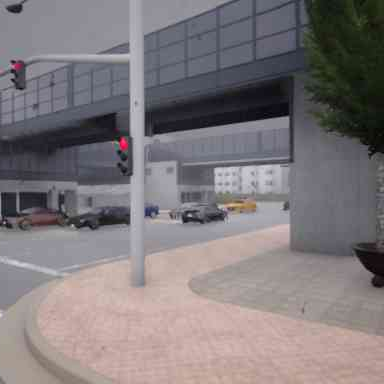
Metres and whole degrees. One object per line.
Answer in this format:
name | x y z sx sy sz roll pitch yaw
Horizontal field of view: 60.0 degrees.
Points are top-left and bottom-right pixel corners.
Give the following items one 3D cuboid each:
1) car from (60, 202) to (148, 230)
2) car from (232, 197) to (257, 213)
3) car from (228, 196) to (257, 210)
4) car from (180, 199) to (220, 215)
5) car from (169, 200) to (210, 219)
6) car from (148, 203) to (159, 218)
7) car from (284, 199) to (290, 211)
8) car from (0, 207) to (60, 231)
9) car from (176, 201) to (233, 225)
car | -5.732 1.665 22.459 2.033 1.411 5.357 0 0 36
car | 5.704 1.593 38.228 1.882 1.535 5.008 0 0 36
car | 6.988 1.491 45.917 2.097 1.767 4.553 0 0 36
car | 0.995 1.632 37.705 2.128 1.511 4.902 0 0 36
car | -0.123 1.642 30.191 1.812 1.442 4.674 0 0 36
car | -5.052 1.618 29.367 1.882 1.535 5.008 0 0 36
car | 13.183 1.595 42.272 1.837 1.490 4.892 0 -1 36
car | -10.320 1.704 22.089 1.994 1.385 4.181 0 0 36
car | 1.026 1.656 25.477 1.994 1.385 4.181 0 0 36
